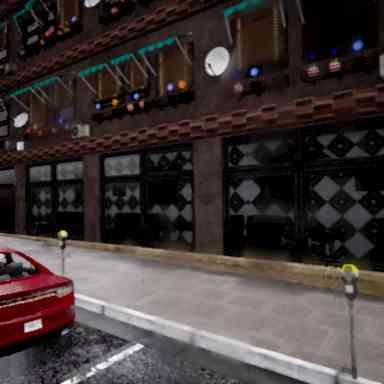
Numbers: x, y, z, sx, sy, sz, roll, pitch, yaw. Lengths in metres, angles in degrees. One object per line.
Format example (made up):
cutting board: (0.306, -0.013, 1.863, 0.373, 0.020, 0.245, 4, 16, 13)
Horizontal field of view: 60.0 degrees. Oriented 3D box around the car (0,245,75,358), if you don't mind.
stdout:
car: (-3.794, 1.534, 5.468, 4.507, 1.381, 1.887, 0, -1, 36)
